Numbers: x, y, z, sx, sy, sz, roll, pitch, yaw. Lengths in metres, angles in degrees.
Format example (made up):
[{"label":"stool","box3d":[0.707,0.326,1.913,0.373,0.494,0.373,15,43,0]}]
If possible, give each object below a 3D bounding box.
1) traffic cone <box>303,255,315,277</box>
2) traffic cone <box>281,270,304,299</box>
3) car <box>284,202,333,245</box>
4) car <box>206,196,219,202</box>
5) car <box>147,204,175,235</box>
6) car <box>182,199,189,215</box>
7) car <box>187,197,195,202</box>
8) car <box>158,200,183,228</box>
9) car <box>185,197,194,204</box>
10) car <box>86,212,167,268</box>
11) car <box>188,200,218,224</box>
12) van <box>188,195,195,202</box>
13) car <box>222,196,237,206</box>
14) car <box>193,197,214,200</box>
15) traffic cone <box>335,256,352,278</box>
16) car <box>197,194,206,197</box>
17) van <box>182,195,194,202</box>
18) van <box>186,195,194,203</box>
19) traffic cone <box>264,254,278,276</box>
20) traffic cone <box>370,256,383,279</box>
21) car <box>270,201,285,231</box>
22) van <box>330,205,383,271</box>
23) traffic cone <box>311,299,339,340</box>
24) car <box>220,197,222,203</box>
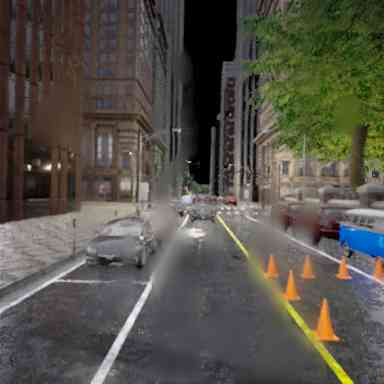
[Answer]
[{"label":"traffic cone","box3d":[3.243,2.063,9.345,0.340,0.580,0.340,1,0,1]},{"label":"traffic cone","box3d":[2.194,2.034,7.371,0.340,0.580,0.340,1,0,1]},{"label":"car","box3d":[6.473,1.515,16.572,2.192,1.841,5.009,1,0,1]},{"label":"car","box3d":[5.451,1.965,87.107,1.882,1.535,5.008,1,0,1]},{"label":"car","box3d":[-2.057,1.571,16.602,1.752,1.417,4.829,1,0,1]},{"label":"car","box3d":[-1.643,1.686,33.339,1.947,1.339,4.313,1,0,1]},{"label":"car","box3d":[-0.312,1.946,87.185,1.887,1.381,4.507,1,0,1]},{"label":"car","box3d":[-1.914,1.512,22.295,1.967,1.590,4.097,1,0,1]},{"label":"car","box3d":[-0.581,1.904,76.306,1.947,1.339,4.313,1,0,1]},{"label":"car","box3d":[-2.191,1.569,11.250,2.008,1.369,4.403,1,0,1]},{"label":"car","box3d":[0.873,1.647,26.690,1.837,1.490,4.892,1,-1,2]},{"label":"van","box3d":[-0.173,1.774,92.626,1.690,1.788,3.998,1,0,1]},{"label":"car","box3d":[7.676,1.745,65.226,2.192,1.841,5.009,1,0,1]},{"label":"car","box3d":[1.245,1.700,38.405,1.837,1.490,4.892,1,0,1]},{"label":"traffic cone","box3d":[4.242,2.081,9.320,0.340,0.580,0.340,1,0,1]},{"label":"car","box3d":[2.580,1.659,92.157,2.150,2.045,5.566,1,0,1]},{"label":"van","box3d":[-0.980,1.589,59.989,1.690,1.788,3.998,1,0,1]},{"label":"van","box3d":[-0.442,1.711,81.747,1.690,1.788,3.998,1,0,1]},{"label":"traffic cone","box3d":[2.243,2.045,9.370,0.340,0.580,0.340,1,0,1]},{"label":"traffic cone","box3d":[5.242,2.099,9.295,0.340,0.580,0.340,1,0,1]},{"label":"car","box3d":[6.610,1.541,22.095,2.192,1.841,5.009,1,0,1]},{"label":"van","box3d":[6.335,1.513,11.050,1.690,1.788,3.998,1,0,1]},{"label":"traffic cone","box3d":[2.144,2.023,5.371,0.340,0.580,0.340,1,0,1]},{"label":"car","box3d":[7.811,1.776,70.665,2.192,1.841,5.009,1,0,1]}]
